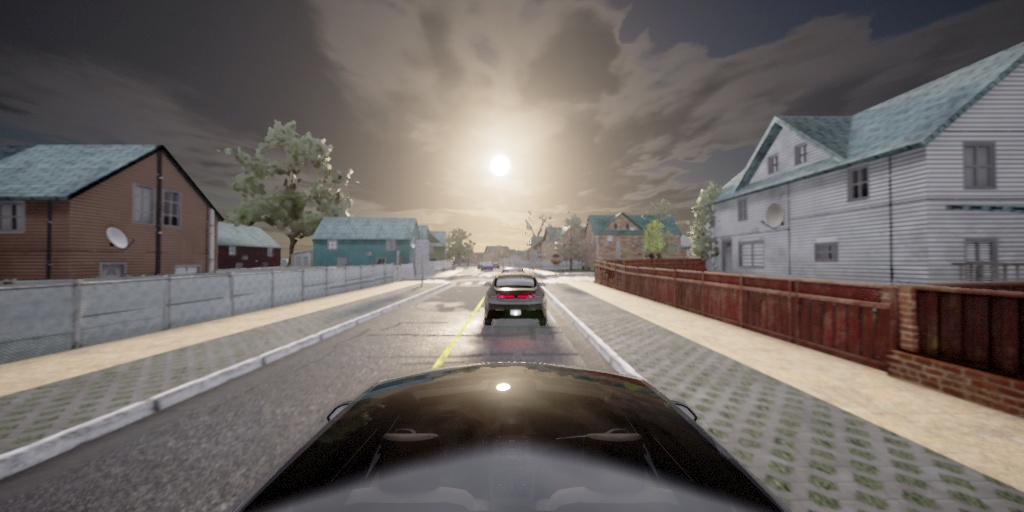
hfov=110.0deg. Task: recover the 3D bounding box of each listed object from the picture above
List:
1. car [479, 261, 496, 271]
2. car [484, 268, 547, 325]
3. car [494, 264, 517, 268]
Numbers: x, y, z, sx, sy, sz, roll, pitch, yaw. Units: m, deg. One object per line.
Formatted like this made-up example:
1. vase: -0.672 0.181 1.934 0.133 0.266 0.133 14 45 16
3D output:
1. car: -4.097 1.721 59.380 1.882 1.535 5.008 0 -1 -5
2. car: 0.099 1.311 12.095 1.837 1.490 4.892 0 -1 0
3. car: 0.070 1.422 22.569 2.033 1.411 5.357 0 0 -1
